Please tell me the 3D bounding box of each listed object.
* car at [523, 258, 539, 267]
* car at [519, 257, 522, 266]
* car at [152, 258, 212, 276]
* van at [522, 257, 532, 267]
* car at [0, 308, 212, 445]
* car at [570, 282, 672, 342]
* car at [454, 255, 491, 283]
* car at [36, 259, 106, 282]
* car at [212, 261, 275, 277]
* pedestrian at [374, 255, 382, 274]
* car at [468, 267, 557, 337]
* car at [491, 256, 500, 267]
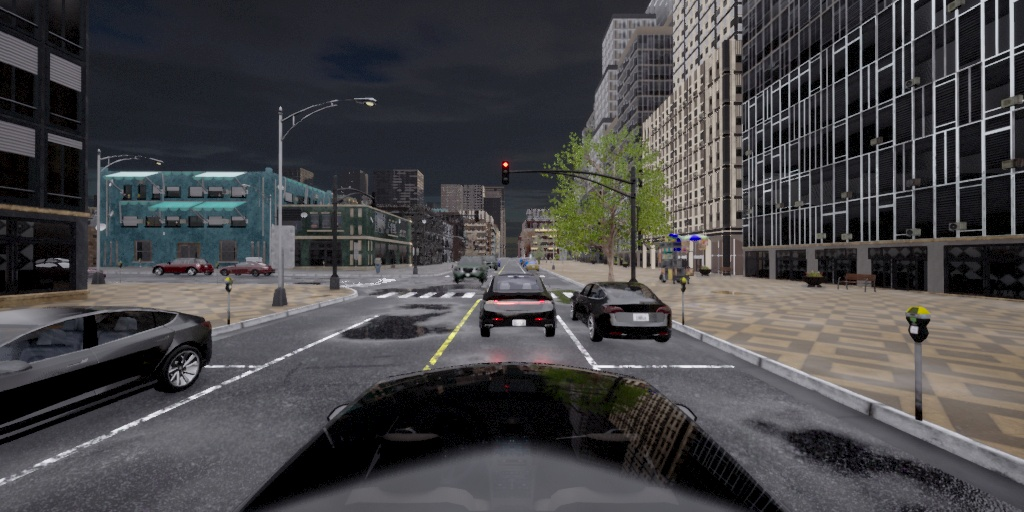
[{"bbox_3d":[2.712,1.280,47.771,1.751,1.417,4.829,0,0,0],"label":"car"},{"bbox_3d":[2.720,1.308,64.255,2.007,1.370,4.403,0,0,0],"label":"car"},{"bbox_3d":[-28.355,0.880,30.898,4.097,1.591,1.967,0,0,-1],"label":"car"},{"bbox_3d":[2.715,1.096,53.153,1.690,1.789,3.998,0,0,0],"label":"van"},{"bbox_3d":[-5.689,1.316,4.036,1.948,1.339,4.313,0,0,0],"label":"car"},{"bbox_3d":[2.694,1.316,9.572,1.948,1.339,4.313,0,0,0],"label":"car"},{"bbox_3d":[-3.086,0.974,27.872,2.150,2.045,5.566,0,0,0],"label":"car"},{"bbox_3d":[-28.241,0.981,22.519,4.207,1.307,1.802,0,0,-1],"label":"car"},{"bbox_3d":[-22.807,1.091,30.974,4.207,1.307,1.802,0,0,-1],"label":"car"},{"bbox_3d":[-12.734,0.790,34.060,0.375,1.860,0.375,0,-1,-1],"label":"pedestrian"},{"bbox_3d":[0.115,1.242,10.243,2.128,1.511,4.902,0,0,-1],"label":"car"},{"bbox_3d":[-3.081,0.977,48.987,2.150,2.045,5.566,0,0,0],"label":"car"}]
